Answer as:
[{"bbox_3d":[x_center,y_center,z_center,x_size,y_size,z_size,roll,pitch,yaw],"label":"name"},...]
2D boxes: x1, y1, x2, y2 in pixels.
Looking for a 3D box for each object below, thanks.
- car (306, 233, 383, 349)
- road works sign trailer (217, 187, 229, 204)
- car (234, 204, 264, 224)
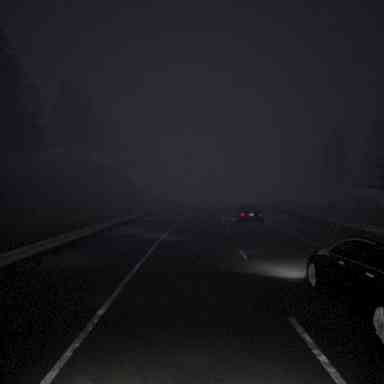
[{"bbox_3d":[3.651,1.527,6.132,1.837,1.490,4.892,0,0,1],"label":"car"},{"bbox_3d":[6.745,0.690,71.880,2.380,3.560,2.880,0,0,12],"label":"road works sign trailer"},{"bbox_3d":[4.326,1.630,25.591,2.033,1.411,5.357,0,0,4],"label":"car"}]
